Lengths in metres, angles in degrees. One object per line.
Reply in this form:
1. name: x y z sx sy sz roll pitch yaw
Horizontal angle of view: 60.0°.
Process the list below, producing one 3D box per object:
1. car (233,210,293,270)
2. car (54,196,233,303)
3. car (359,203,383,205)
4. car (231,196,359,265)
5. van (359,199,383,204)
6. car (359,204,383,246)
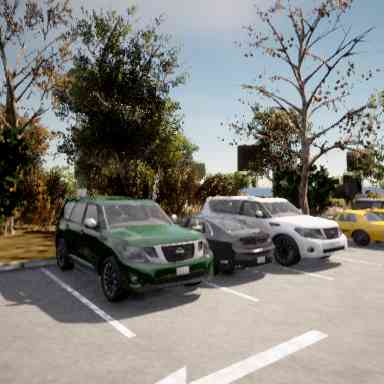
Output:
1. car: 0.266 1.435 10.213 2.231 1.521 4.892 0 0 -37
2. car: -1.845 1.171 8.581 2.435 2.045 5.566 0 0 -37
3. car: 9.067 1.552 17.094 1.946 1.575 5.366 1 -1 -37
4. car: 2.504 1.199 11.886 2.435 2.045 5.566 0 0 -37
5. van: 11.484 1.378 18.535 1.878 1.987 4.442 1 -1 -37
6. car: 6.941 1.512 15.494 1.946 1.575 5.366 1 0 -37
